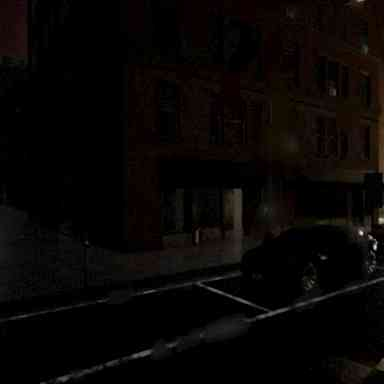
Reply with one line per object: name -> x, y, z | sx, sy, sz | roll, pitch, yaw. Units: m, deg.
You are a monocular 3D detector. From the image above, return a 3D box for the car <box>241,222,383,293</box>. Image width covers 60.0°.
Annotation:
car -> 3.262, 1.569, 8.861 | 4.313, 1.339, 1.947 | 0, 0, -36
